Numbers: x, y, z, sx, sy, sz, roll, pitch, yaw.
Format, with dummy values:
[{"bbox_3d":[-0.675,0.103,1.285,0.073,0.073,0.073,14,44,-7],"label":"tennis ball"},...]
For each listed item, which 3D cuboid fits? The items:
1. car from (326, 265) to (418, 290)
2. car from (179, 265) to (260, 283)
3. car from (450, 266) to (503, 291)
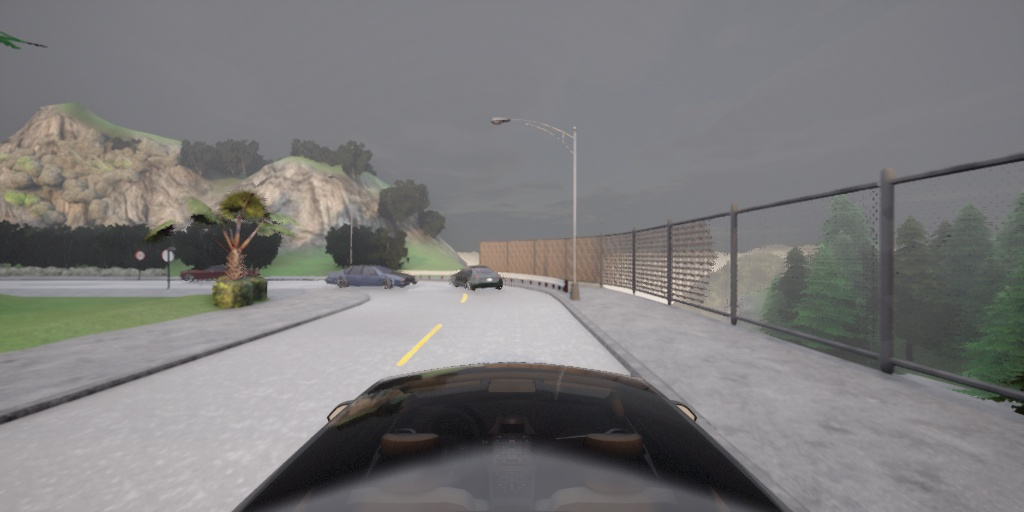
[{"bbox_3d":[-8.507,1.260,21.735,5.357,1.411,2.033,0,0,13],"label":"car"},{"bbox_3d":[-21.650,1.303,26.625,4.718,1.301,1.895,0,0,-1],"label":"car"},{"bbox_3d":[-2.221,1.278,21.525,1.994,1.385,4.181,0,0,-29],"label":"car"}]
